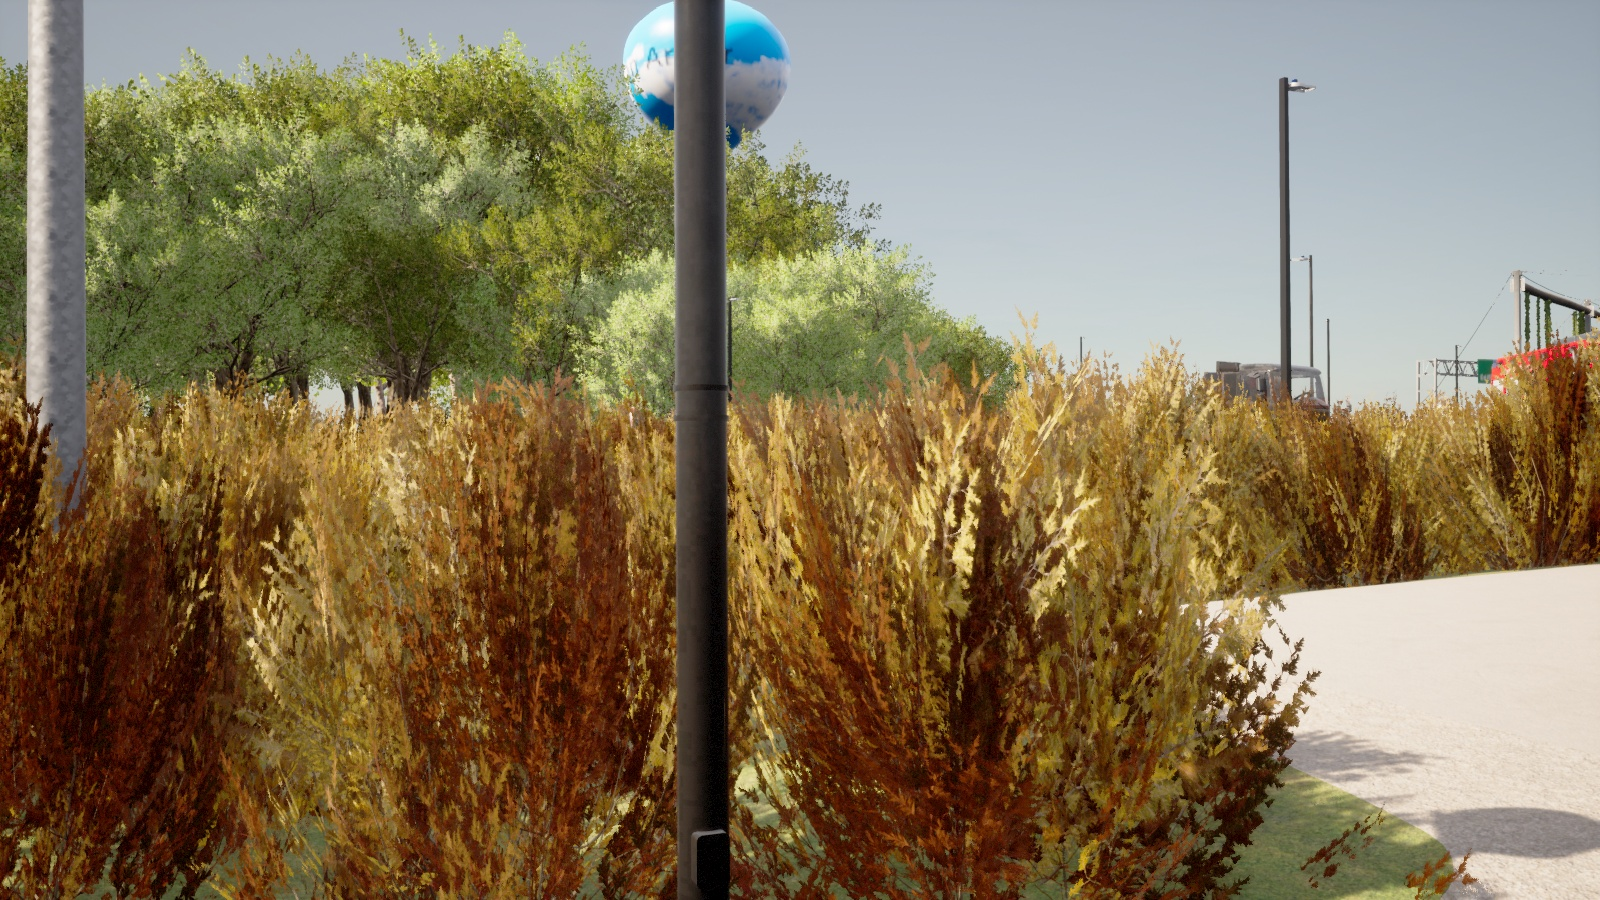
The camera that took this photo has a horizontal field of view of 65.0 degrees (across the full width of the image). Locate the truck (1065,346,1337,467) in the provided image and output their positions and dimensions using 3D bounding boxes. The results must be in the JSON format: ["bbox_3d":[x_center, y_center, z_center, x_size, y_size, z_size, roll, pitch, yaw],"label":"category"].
[{"bbox_3d":[12.519,-1.217,39.986,2.891,3.462,7.936,-1,0,-38],"label":"truck"}]
